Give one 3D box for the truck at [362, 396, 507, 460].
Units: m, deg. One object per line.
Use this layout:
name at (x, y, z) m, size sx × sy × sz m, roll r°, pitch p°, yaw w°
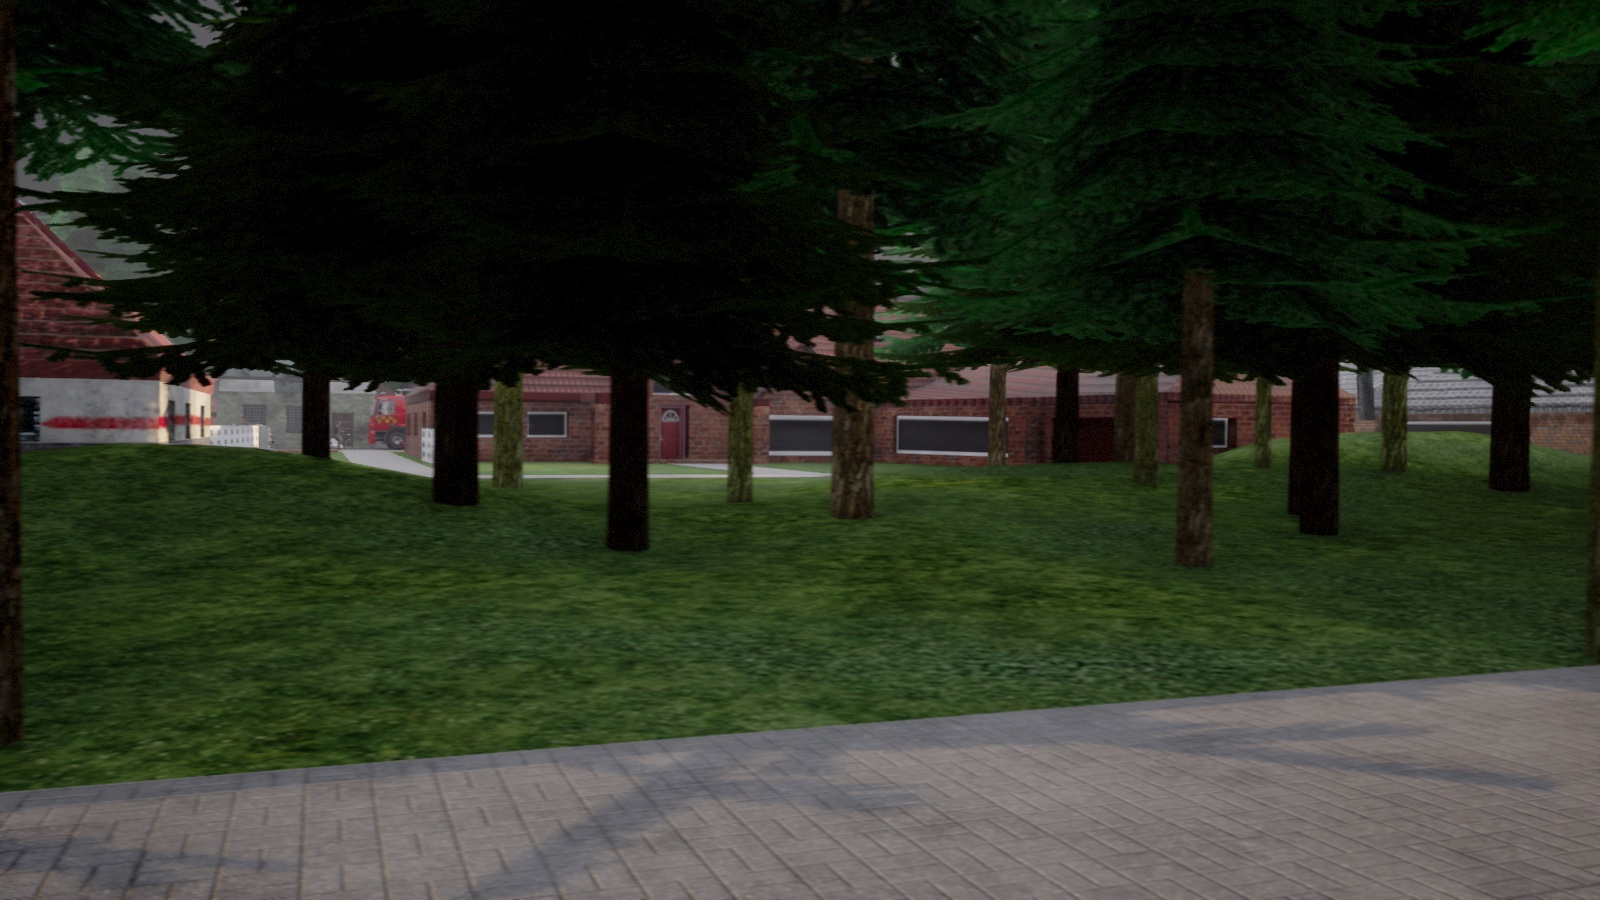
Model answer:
truck at (-22.868, -1.400, 78.692) m, size 8.468 × 3.827 × 2.891 m, roll -1°, pitch 1°, yaw -21°
